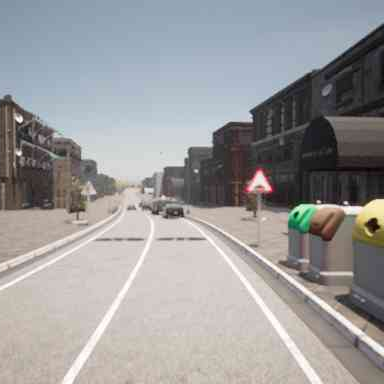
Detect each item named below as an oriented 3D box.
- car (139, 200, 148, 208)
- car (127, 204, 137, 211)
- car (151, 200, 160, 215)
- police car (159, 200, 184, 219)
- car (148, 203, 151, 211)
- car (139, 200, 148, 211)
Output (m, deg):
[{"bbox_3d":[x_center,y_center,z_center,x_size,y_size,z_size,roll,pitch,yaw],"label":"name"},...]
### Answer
[{"bbox_3d":[-12.452,2.912,84.571,2.097,1.767,4.553,0,1,-11],"label":"car"},{"bbox_3d":[-12.813,3.234,70.699,1.994,1.385,4.181,0,-1,-11],"label":"car"},{"bbox_3d":[-3.872,2.097,45.074,2.150,2.045,5.566,0,-3,-11],"label":"car"},{"bbox_3d":[-2.035,1.923,35.247,1.930,1.638,5.238,0,-2,-10],"label":"police car"},{"bbox_3d":[-5.015,2.365,50.969,2.150,2.045,5.566,0,-2,-11],"label":"car"},{"bbox_3d":[-9.599,3.086,69.877,1.837,1.490,4.892,0,0,-11],"label":"car"}]
